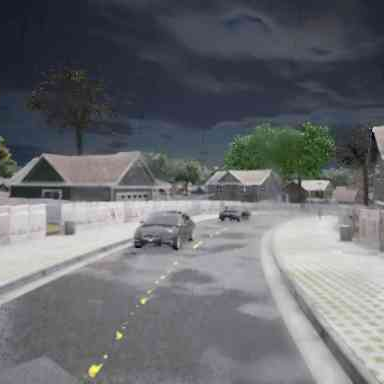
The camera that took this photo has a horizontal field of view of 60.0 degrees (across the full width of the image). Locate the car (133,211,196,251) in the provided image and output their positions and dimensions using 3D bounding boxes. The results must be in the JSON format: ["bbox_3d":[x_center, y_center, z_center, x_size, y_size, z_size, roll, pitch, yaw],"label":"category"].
[{"bbox_3d":[-1.072,1.621,14.893,1.837,1.490,4.892,1,-1,12],"label":"car"}]

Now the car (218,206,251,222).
[{"bbox_3d":[4.161,1.993,31.353,2.033,1.411,5.357,1,-1,24],"label":"car"}]
